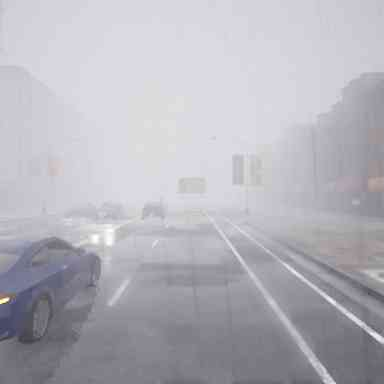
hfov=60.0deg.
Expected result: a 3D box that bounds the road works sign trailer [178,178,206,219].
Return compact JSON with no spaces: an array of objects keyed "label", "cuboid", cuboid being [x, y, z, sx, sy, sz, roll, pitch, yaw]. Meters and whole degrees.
[{"label":"road works sign trailer","cuboid":[-0.008,0.514,29.630,2.380,3.560,2.880,0,0,0]}]

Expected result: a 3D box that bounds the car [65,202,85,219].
[{"label":"car","cuboid":[-9.853,1.615,29.948,1.994,1.385,4.181,0,0,0]}]

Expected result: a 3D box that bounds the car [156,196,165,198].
[{"label":"car","cuboid":[-6.518,1.801,68.300,2.150,2.045,5.566,0,-1,0]}]

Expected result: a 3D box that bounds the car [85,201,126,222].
[{"label":"car","cuboid":[-6.603,1.525,26.793,2.128,1.511,4.902,0,0,0]}]

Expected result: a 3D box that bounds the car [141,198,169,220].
[{"label":"car","cuboid":[-3.159,1.548,28.516,1.837,1.490,4.892,0,0,0]}]

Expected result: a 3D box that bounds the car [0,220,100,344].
[{"label":"car","cuboid":[-3.152,1.522,6.266,1.812,1.442,4.674,0,0,0]}]
